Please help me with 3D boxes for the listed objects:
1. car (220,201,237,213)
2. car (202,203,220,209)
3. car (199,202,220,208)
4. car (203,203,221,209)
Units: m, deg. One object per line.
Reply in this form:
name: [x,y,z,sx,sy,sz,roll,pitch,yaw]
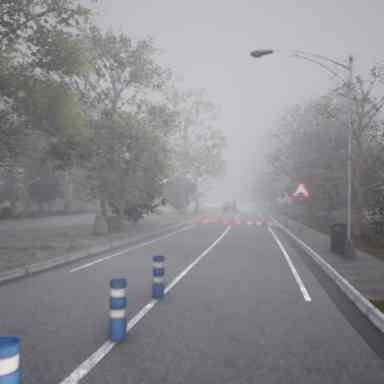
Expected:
car: [6.717,2.538,58.391,2.150,2.045,5.566,1,-1,10]
car: [5.217,3.819,91.213,4.892,1.521,2.231,1,-3,10]
car: [4.935,3.684,88.455,5.366,1.575,1.946,1,-3,10]
car: [5.686,3.960,93.941,5.008,1.535,2.097,1,-3,10]
